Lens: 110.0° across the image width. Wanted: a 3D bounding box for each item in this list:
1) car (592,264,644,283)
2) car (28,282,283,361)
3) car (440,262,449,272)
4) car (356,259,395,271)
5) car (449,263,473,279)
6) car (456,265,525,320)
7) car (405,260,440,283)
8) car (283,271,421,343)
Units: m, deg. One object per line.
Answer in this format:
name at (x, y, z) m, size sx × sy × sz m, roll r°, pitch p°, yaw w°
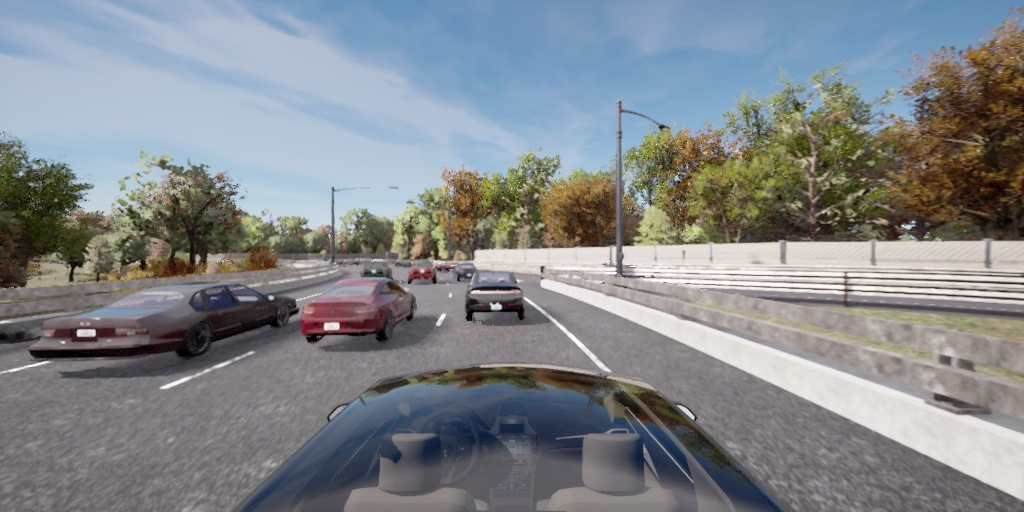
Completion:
car at (6.940, 1.300, 25.399) m, size 1.812 × 1.442 × 4.674 m, roll -1°, pitch 0°, yaw -45°
car at (-7.267, 1.331, 8.470) m, size 2.033 × 1.411 × 5.357 m, roll 0°, pitch 0°, yaw -4°
car at (-9.707, 1.419, 47.063) m, size 1.895 × 1.301 × 4.718 m, roll 0°, pitch 0°, yaw -28°
car at (-10.739, 1.171, 28.500) m, size 2.097 × 1.767 × 4.553 m, roll 0°, pitch 0°, yaw -15°
car at (-3.906, 1.320, 30.061) m, size 1.812 × 1.442 × 4.674 m, roll 0°, pitch 0°, yaw -15°
car at (-0.671, 1.257, 12.688) m, size 2.128 × 1.511 × 4.902 m, roll 0°, pitch 0°, yaw -5°
car at (-7.163, 1.154, 28.637) m, size 2.097 × 1.767 × 4.553 m, roll -1°, pitch 0°, yaw -14°
car at (-3.903, 1.299, 9.745) m, size 1.812 × 1.442 × 4.674 m, roll 0°, pitch 0°, yaw -4°
